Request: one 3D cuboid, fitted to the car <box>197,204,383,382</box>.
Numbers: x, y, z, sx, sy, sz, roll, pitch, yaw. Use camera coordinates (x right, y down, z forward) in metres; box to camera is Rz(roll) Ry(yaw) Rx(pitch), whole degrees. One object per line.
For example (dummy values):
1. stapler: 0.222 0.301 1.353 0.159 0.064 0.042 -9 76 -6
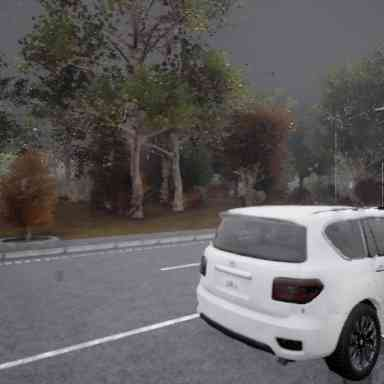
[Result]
1. car: 2.686 1.236 5.703 5.566 2.045 2.150 0 0 -35
